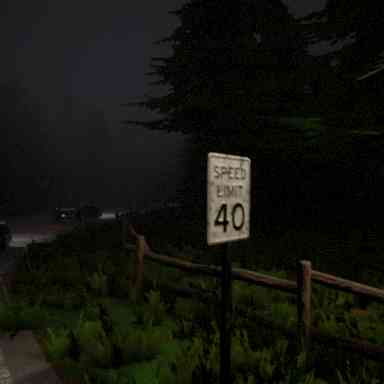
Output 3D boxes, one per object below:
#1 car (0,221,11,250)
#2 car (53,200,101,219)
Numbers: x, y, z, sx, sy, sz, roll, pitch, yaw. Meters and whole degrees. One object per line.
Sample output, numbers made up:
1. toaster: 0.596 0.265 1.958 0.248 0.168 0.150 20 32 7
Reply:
1. car: -7.068 1.370 10.326 1.882 1.535 5.008 0 0 -19
2. car: -8.124 1.326 23.947 2.128 1.511 4.902 1 0 4
